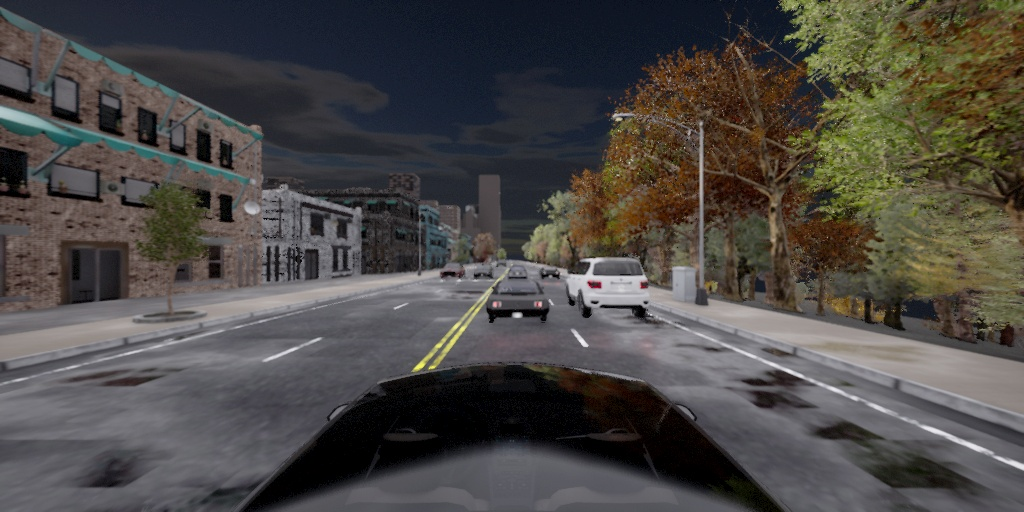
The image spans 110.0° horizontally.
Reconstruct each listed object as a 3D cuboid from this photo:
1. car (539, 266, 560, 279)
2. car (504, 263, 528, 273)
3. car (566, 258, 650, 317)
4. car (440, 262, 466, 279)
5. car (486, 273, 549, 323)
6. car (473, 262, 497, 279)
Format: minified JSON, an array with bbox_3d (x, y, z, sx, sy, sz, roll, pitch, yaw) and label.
[{"bbox_3d":[3.795,1.710,37.026,1.895,1.301,4.718,0,-1,1],"label":"car"},{"bbox_3d":[0.503,1.624,33.997,2.033,1.411,5.357,0,-1,1],"label":"car"},{"bbox_3d":[3.474,1.097,13.924,2.150,2.045,5.566,0,0,1],"label":"car"},{"bbox_3d":[-6.144,1.461,37.502,2.097,1.767,4.553,0,-1,1],"label":"car"},{"bbox_3d":[0.203,1.462,12.668,1.895,1.301,4.718,0,-1,1],"label":"car"},{"bbox_3d":[-2.895,1.615,37.452,1.837,1.490,4.892,0,-1,1],"label":"car"}]
